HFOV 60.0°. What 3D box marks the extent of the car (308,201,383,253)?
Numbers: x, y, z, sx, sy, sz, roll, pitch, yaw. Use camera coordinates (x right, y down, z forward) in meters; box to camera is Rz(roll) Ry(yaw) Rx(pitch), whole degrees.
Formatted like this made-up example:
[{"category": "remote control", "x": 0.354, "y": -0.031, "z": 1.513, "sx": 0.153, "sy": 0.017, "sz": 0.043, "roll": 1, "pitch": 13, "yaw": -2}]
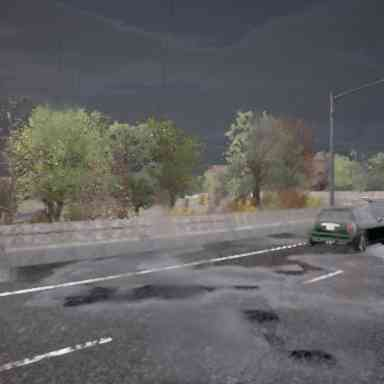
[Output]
[{"category": "car", "x": 6.994, "y": 1.453, "z": 14.569, "sx": 4.553, "sy": 1.767, "sz": 2.097, "roll": 1, "pitch": 0, "yaw": -43}]
